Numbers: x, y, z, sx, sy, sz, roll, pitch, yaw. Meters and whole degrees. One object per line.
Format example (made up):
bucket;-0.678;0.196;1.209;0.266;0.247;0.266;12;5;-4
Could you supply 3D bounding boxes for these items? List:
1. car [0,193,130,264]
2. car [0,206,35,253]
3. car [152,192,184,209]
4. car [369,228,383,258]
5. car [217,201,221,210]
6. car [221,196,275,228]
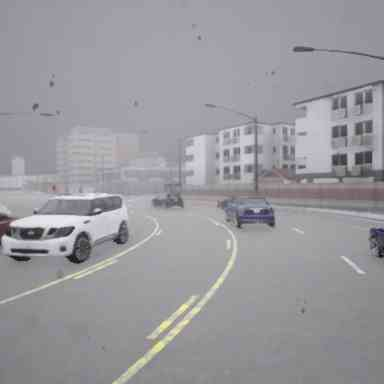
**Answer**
car;-3.989;1.082;11.789;2.150;2.045;5.566;0;1;10
car;-7.852;1.386;11.325;1.882;1.535;5.008;0;1;12
car;-2.712;0.828;36.009;2.097;1.767;4.553;-1;1;-29
car;6.134;1.405;8.546;1.895;1.301;4.718;0;1;13
car;4.224;1.034;30.573;2.033;1.411;5.357;-1;1;-23
car;3.282;1.015;19.686;2.097;1.767;4.553;-1;1;-4
